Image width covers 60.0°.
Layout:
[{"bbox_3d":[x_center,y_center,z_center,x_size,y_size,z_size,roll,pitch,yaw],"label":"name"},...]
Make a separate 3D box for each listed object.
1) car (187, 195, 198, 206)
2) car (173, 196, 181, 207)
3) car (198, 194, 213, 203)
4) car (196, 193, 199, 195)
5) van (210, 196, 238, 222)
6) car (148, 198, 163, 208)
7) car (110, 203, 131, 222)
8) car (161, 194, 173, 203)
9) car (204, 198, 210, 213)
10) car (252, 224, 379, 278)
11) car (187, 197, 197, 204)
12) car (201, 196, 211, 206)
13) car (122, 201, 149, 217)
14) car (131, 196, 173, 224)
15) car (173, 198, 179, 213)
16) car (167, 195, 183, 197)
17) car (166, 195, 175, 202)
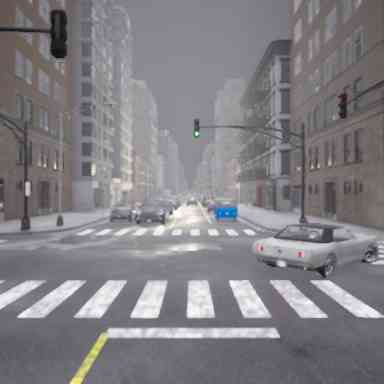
[{"bbox_3d":[0.015,1.633,56.430,2.033,1.411,5.357,0,0,0],"label":"car"},{"bbox_3d":[-2.757,1.597,44.034,1.812,1.442,4.674,0,0,0],"label":"car"},{"bbox_3d":[2.652,1.399,55.123,2.192,1.841,5.009,0,0,0],"label":"car"},{"bbox_3d":[2.661,1.683,89.210,1.947,1.339,4.313,0,0,0],"label":"car"},{"bbox_3d":[2.644,1.385,26.717,1.690,1.788,3.998,0,0,0],"label":"van"},{"bbox_3d":[-5.375,1.604,49.267,1.752,1.417,4.829,0,0,0],"label":"car"},{"bbox_3d":[-5.381,1.595,26.710,2.008,1.369,4.403,0,0,0],"label":"car"},{"bbox_3d":[-5.368,1.416,72.164,2.192,1.841,5.009,0,0,0],"label":"car"},{"bbox_3d":[2.648,1.645,38.078,1.802,1.307,4.206,0,0,0],"label":"car"},{"bbox_3d":[4.036,1.641,10.333,4.718,1.301,1.895,1,-1,-42],"label":"car"},{"bbox_3d":[0.018,1.697,66.878,1.895,1.301,4.718,0,0,0],"label":"car"},{"bbox_3d":[2.651,1.660,49.441,1.802,1.307,4.206,0,0,0],"label":"car"},{"bbox_3d":[-5.379,1.599,32.391,1.887,1.381,4.507,0,0,0],"label":"car"},{"bbox_3d":[-2.889,1.394,25.096,2.097,1.767,4.553,0,0,1],"label":"car"},{"bbox_3d":[-2.797,1.605,34.570,2.033,1.411,5.357,0,0,0],"label":"car"},{"bbox_3d":[-2.772,1.646,52.563,1.994,1.385,4.181,0,0,0],"label":"car"},{"bbox_3d":[-5.365,1.552,83.528,1.967,1.590,4.097,0,0,0],"label":"car"}]
